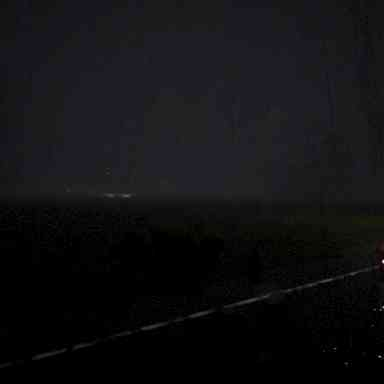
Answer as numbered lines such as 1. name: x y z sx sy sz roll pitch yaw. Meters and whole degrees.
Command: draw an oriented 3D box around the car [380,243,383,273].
1. car: 7.097 1.361 9.053 4.553 1.767 2.097 0 0 -35
